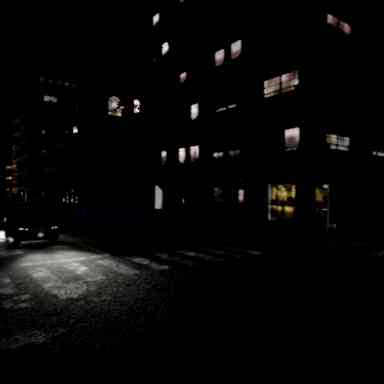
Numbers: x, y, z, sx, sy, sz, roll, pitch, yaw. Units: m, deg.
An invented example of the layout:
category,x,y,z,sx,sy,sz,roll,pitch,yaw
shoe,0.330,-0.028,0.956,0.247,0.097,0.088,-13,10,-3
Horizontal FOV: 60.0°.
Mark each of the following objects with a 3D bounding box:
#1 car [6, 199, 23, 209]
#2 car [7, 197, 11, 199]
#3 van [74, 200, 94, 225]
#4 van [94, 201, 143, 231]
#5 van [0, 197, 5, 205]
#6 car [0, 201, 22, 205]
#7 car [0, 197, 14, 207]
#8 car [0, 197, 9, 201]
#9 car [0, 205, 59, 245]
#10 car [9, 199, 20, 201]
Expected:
category,x,y,z,sx,sy,sz,roll,pitch,yaw
car,-30.754,1.982,57.571,1.967,1.590,4.097,-1,0,-36
car,-30.577,1.973,52.948,1.882,1.535,5.008,0,-1,-36
van,-7.958,1.565,26.212,1.690,1.788,3.998,-1,0,-36
van,-4.701,1.521,21.731,1.690,1.788,3.998,-1,0,-36
van,-43.782,2.073,75.490,1.690,1.788,3.998,-1,0,-36
car,-13.659,1.696,24.228,2.128,1.511,4.902,0,-1,-36
car,-37.268,1.951,66.530,2.192,1.841,5.009,-1,0,-36
car,-19.673,1.639,32.529,2.097,1.767,4.553,0,-1,-36
car,-8.006,1.619,16.454,2.128,1.511,4.902,0,-1,-36
car,-23.366,1.940,43.010,2.033,1.411,5.357,0,-1,-36
